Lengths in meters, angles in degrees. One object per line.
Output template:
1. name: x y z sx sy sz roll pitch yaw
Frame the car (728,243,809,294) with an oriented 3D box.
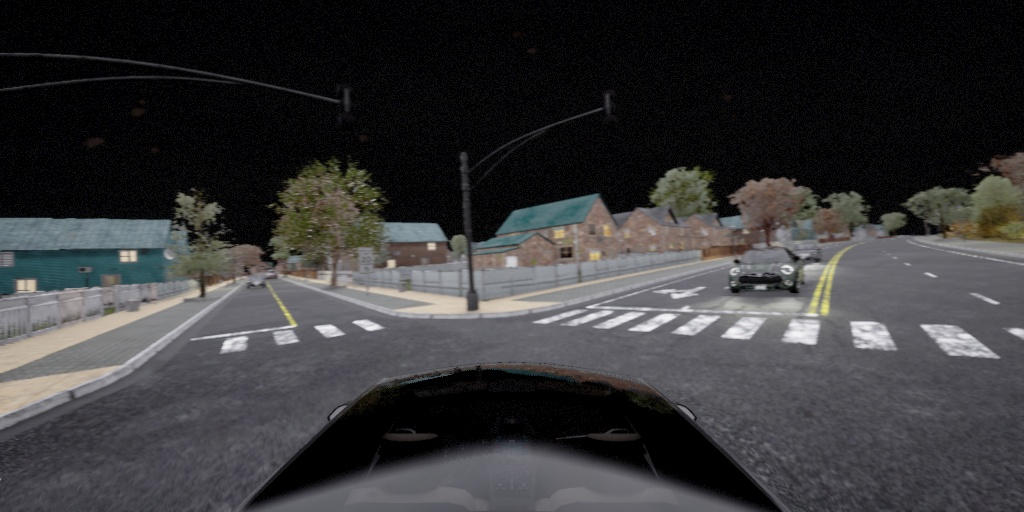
1. car: 10.180 0.439 14.300 2.097 1.767 4.553 -5 -1 42

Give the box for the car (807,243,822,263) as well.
1. car: 23.080 -0.252 28.237 2.128 1.511 4.902 -5 -1 43

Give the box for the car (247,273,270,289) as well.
1. car: -31.822 3.214 44.671 2.128 1.511 4.902 -3 -1 -35
